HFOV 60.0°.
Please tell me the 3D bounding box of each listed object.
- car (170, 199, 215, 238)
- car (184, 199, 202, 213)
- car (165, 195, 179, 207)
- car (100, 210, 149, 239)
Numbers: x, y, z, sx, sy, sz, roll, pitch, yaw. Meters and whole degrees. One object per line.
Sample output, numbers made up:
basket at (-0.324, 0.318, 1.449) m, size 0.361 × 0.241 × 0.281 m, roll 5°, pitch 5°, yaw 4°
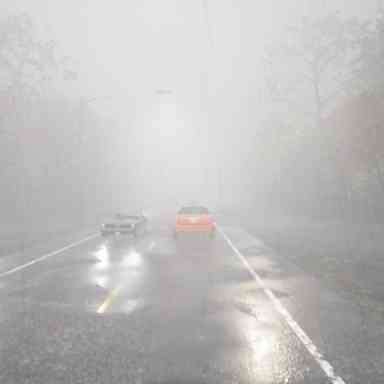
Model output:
car at (0.100, 1.460, 18.399) m, size 2.097 × 1.767 × 4.553 m, roll 0°, pitch 0°, yaw 0°
car at (0.101, 1.723, 41.990) m, size 2.128 × 1.511 × 4.902 m, roll 0°, pitch 0°, yaw 0°
car at (-3.531, 1.551, 59.100) m, size 2.150 × 2.045 × 5.566 m, roll 0°, pitch 0°, yaw 1°
car at (-3.599, 1.709, 18.317) m, size 1.895 × 1.301 × 4.718 m, roll 0°, pitch 0°, yaw 0°
